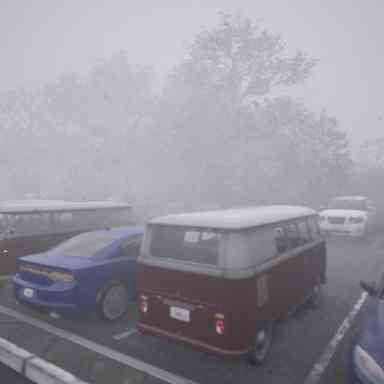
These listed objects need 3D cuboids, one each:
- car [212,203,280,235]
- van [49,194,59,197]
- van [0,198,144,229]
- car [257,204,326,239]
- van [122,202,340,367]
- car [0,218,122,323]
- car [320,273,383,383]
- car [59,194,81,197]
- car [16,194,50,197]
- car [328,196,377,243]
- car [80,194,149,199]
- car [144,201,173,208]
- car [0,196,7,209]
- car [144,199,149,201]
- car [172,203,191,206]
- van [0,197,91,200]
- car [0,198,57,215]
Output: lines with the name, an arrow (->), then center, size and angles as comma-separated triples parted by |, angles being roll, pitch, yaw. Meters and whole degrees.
car -> 3.446, 1.506, 20.194 | 2.097, 1.535, 5.008 | 0, 0, 35
van -> -10.057, 1.232, 29.951 | 1.878, 1.987, 4.442 | 0, 0, 35
van -> -3.608, 1.280, 9.023 | 1.878, 1.987, 4.442 | 0, 0, 35
car -> 5.709, 1.505, 18.583 | 2.231, 1.521, 4.892 | 0, 0, 35
van -> 1.099, 1.272, 5.961 | 1.878, 1.987, 4.442 | 0, 0, 35
car -> -1.256, 1.502, 7.487 | 2.097, 1.535, 5.008 | 0, 0, 35
car -> 3.317, 1.533, 4.243 | 2.002, 1.452, 4.674 | 0, 0, 35
car -> -7.846, 1.223, 28.270 | 2.435, 2.045, 5.566 | 0, 0, 35
car -> -14.631, 1.172, 33.097 | 2.435, 2.045, 5.566 | 0, 0, 35
car -> 7.956, 1.248, 16.956 | 2.435, 2.045, 5.566 | 0, 0, 35
car -> -5.617, 1.235, 26.614 | 2.435, 2.045, 5.566 | 0, 0, 35
car -> -1.090, 1.535, 23.391 | 2.163, 1.488, 4.792 | 0, 0, 35
car -> -25.955, 1.339, 41.126 | 2.231, 1.521, 4.892 | 0, 0, 35
car -> -3.324, 1.526, 25.052 | 2.163, 1.488, 4.792 | 0, 0, 35
car -> 1.293, 1.503, 21.959 | 1.946, 1.575, 5.366 | 0, 0, 35
van -> -5.755, 1.280, 10.838 | 1.878, 1.987, 4.442 | 0, 0, 35
car -> -16.927, 1.436, 34.660 | 2.163, 1.488, 4.792 | 0, 0, 35
